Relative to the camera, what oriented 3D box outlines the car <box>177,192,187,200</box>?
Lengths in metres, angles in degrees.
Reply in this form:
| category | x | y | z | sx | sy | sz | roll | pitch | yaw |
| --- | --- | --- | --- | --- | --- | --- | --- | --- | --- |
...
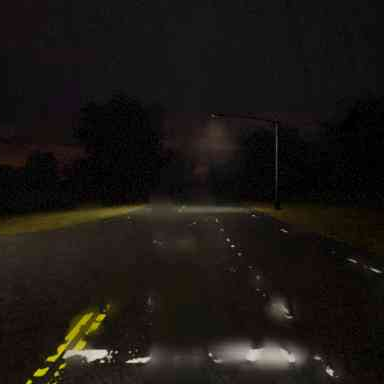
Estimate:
| category | x | y | z | sx | sy | sz | roll | pitch | yaw |
| --- | --- | --- | --- | --- | --- | --- | --- | --- | --- |
| car | -2.069 | 0.863 | 71.338 | 1.837 | 1.490 | 4.892 | 0 | 1 | 3 |
